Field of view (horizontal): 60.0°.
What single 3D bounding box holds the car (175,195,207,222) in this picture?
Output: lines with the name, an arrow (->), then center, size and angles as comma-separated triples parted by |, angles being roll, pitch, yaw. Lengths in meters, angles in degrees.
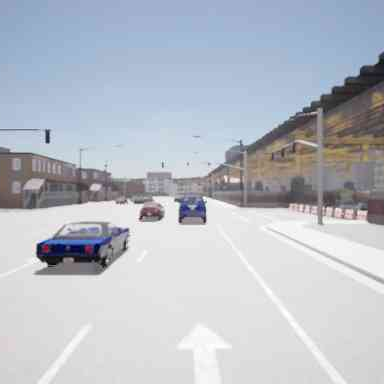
car -> 0.060, 1.307, 26.983 | 2.150, 2.045, 5.566 | 0, 0, 0

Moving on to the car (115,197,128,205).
car -> -14.010, 1.717, 66.258 | 2.128, 1.511, 4.902 | 0, 0, 0

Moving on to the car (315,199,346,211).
car -> 15.965, 1.412, 38.194 | 1.853, 1.218, 4.536 | 0, 0, 44

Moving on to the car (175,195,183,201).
car -> -3.509, 1.619, 91.056 | 2.097, 1.767, 4.553 | 0, 0, 0

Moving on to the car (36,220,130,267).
car -> -3.438, 1.636, 11.547 | 1.895, 1.301, 4.718 | 0, 0, 0

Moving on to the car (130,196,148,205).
car -> -10.511, 1.680, 66.320 | 1.882, 1.535, 5.008 | 0, 0, 0

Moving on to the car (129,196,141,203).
car -> -14.008, 1.772, 81.928 | 2.128, 1.511, 4.902 | 0, 0, 0

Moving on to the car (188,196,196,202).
car -> -0.008, 1.803, 82.372 | 1.994, 1.385, 4.181 | 0, 0, 0

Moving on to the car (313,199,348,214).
car -> 15.930, 1.570, 38.156 | 2.038, 1.542, 4.974 | 0, 0, 44

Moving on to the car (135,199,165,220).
car -> -3.431, 1.616, 28.985 | 1.812, 1.442, 4.674 | 0, 0, 0

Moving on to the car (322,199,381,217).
car -> 15.941, 1.556, 33.548 | 2.038, 1.542, 4.974 | 0, 0, -36

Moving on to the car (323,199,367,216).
car -> 15.972, 1.398, 33.507 | 1.853, 1.218, 4.536 | 0, 0, -36

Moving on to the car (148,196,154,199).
car -> -10.508, 1.746, 81.987 | 1.837, 1.490, 4.892 | 0, 0, 0
